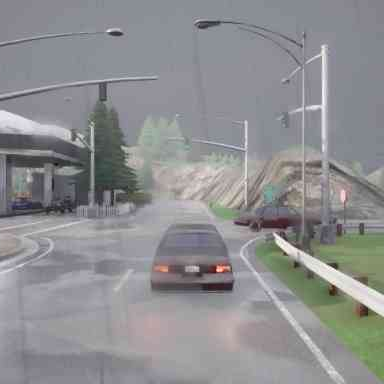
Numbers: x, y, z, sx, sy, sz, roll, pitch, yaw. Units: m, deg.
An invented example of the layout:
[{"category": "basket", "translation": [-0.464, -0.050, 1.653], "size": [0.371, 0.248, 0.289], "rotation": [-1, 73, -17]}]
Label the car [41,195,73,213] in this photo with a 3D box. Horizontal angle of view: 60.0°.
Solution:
[{"category": "car", "translation": [-14.515, 1.313, 36.567], "size": [1.905, 1.878, 3.866], "rotation": [0, 0, -1]}]

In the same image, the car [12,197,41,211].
[{"category": "car", "translation": [-20.220, 1.480, 40.846], "size": [2.242, 1.667, 4.611], "rotation": [0, 0, -1]}]

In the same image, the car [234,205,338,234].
[{"category": "car", "translation": [4.980, 1.387, 17.958], "size": [5.357, 1.411, 2.033], "rotation": [-1, 0, 30]}]

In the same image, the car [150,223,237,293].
[{"category": "car", "translation": [0.004, 1.547, 8.980], "size": [2.033, 1.411, 5.357], "rotation": [0, 0, 0]}]
